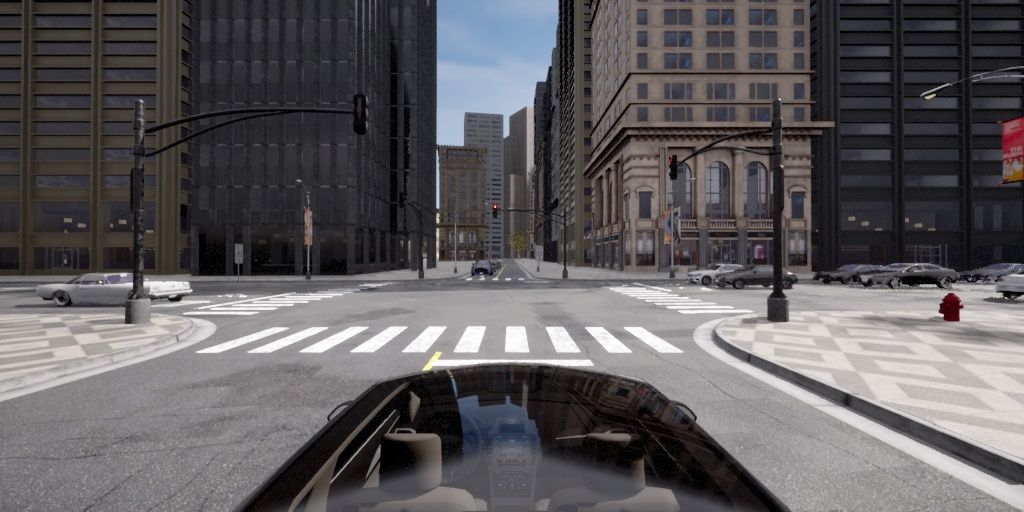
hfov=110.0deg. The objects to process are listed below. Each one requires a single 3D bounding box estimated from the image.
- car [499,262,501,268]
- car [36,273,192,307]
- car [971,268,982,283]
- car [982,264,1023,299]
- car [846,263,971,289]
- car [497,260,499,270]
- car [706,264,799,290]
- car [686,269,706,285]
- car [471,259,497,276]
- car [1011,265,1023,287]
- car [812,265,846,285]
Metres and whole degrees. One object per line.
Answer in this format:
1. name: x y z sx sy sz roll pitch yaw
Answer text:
1. car: -3.052 1.394 55.417 1.994 1.385 4.181 0 0 0
2. car: -16.375 1.365 14.983 4.718 1.301 1.895 0 0 0
3. car: 34.648 1.234 24.975 5.357 1.411 2.033 0 0 -1
4. car: 23.322 1.166 15.018 4.674 1.442 1.812 0 0 0
5. car: 23.813 1.180 21.717 4.902 1.511 2.128 0 0 0
6. car: -3.056 1.372 46.386 1.994 1.385 4.181 0 0 0
7. car: 14.703 1.237 21.703 4.674 1.442 1.812 0 0 -1
8. car: 14.638 1.261 24.963 4.674 1.442 1.812 0 0 0
9. car: -3.046 1.141 37.614 2.097 1.767 4.553 0 0 0
10. car: 33.685 1.229 21.717 4.181 1.385 1.994 0 0 0
11. car: 24.220 1.259 24.968 5.357 1.411 2.033 0 0 0
